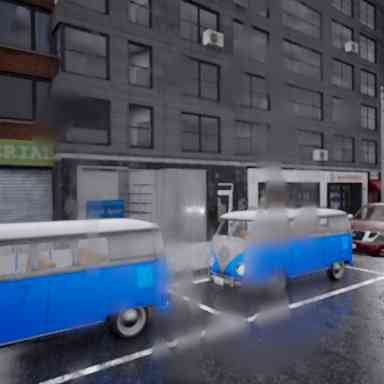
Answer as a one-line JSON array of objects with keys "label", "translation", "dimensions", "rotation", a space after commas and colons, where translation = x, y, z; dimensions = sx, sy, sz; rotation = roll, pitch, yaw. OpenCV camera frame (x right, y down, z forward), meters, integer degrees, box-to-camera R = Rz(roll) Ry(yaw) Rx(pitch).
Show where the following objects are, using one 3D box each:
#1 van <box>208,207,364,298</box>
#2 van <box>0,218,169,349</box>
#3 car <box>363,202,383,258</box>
[{"label": "van", "translation": [2.267, 1.323, 8.166], "dimensions": [3.998, 1.788, 1.690], "rotation": [0, -1, -36]}, {"label": "van", "translation": [-2.280, 1.339, 4.921], "dimensions": [3.998, 1.788, 1.690], "rotation": [0, -1, -36]}, {"label": "car", "translation": [6.814, 1.281, 11.410], "dimensions": [5.009, 1.841, 2.192], "rotation": [0, -1, -36]}]
